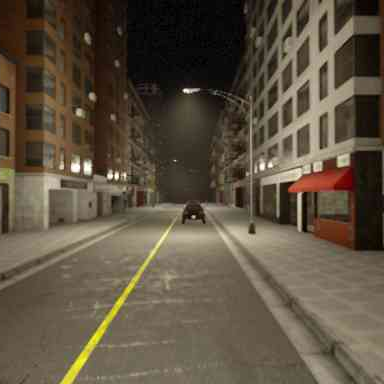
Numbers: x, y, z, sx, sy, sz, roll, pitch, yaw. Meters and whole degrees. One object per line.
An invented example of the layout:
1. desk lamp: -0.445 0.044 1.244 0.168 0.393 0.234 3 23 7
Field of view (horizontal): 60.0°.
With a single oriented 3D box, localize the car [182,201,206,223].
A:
1. car: 0.131 1.695 27.210 1.812 1.442 4.674 0 0 0
